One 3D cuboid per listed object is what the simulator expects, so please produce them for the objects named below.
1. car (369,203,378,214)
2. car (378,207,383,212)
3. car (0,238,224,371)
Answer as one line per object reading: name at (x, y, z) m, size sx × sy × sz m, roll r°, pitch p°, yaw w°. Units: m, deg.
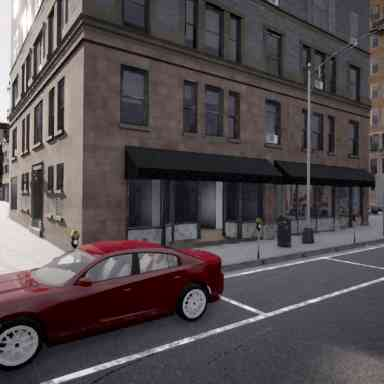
car at (14.143, 1.363, 30.824) m, size 1.812 × 1.442 × 4.674 m, roll 1°, pitch 0°, yaw -33°
car at (16.400, 1.370, 33.254) m, size 1.837 × 1.490 × 4.892 m, roll 1°, pitch 0°, yaw -35°
car at (-1.490, 1.545, 5.690) m, size 4.507 × 1.381 × 1.887 m, roll 0°, pitch 1°, yaw -35°
